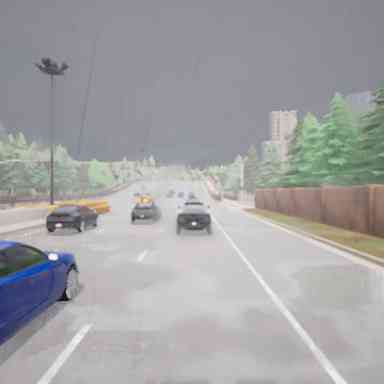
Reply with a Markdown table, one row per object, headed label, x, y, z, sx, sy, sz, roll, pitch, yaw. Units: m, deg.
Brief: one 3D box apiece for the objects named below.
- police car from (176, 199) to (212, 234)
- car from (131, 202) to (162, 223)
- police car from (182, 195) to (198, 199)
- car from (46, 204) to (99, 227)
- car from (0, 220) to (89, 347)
| label | x | y | z | sx | sy | sz | roll | pitch | yaw |
| --- | --- | --- | --- | --- | --- | --- | --- | --- | --- |
| police car | 0.109 | 1.412 | 19.415 | 1.930 | 1.638 | 5.238 | 0 | 0 | 0 |
| car | -3.388 | 1.473 | 25.143 | 2.128 | 1.511 | 4.902 | 0 | 0 | 0 |
| police car | 0.117 | 1.401 | 35.995 | 1.930 | 1.638 | 5.238 | 0 | -1 | 0 |
| car | -6.890 | 1.489 | 19.608 | 1.837 | 1.490 | 4.892 | 0 | 0 | 0 |
| car | -3.399 | 1.473 | 5.239 | 1.882 | 1.535 | 5.008 | 0 | 0 | 0 |
